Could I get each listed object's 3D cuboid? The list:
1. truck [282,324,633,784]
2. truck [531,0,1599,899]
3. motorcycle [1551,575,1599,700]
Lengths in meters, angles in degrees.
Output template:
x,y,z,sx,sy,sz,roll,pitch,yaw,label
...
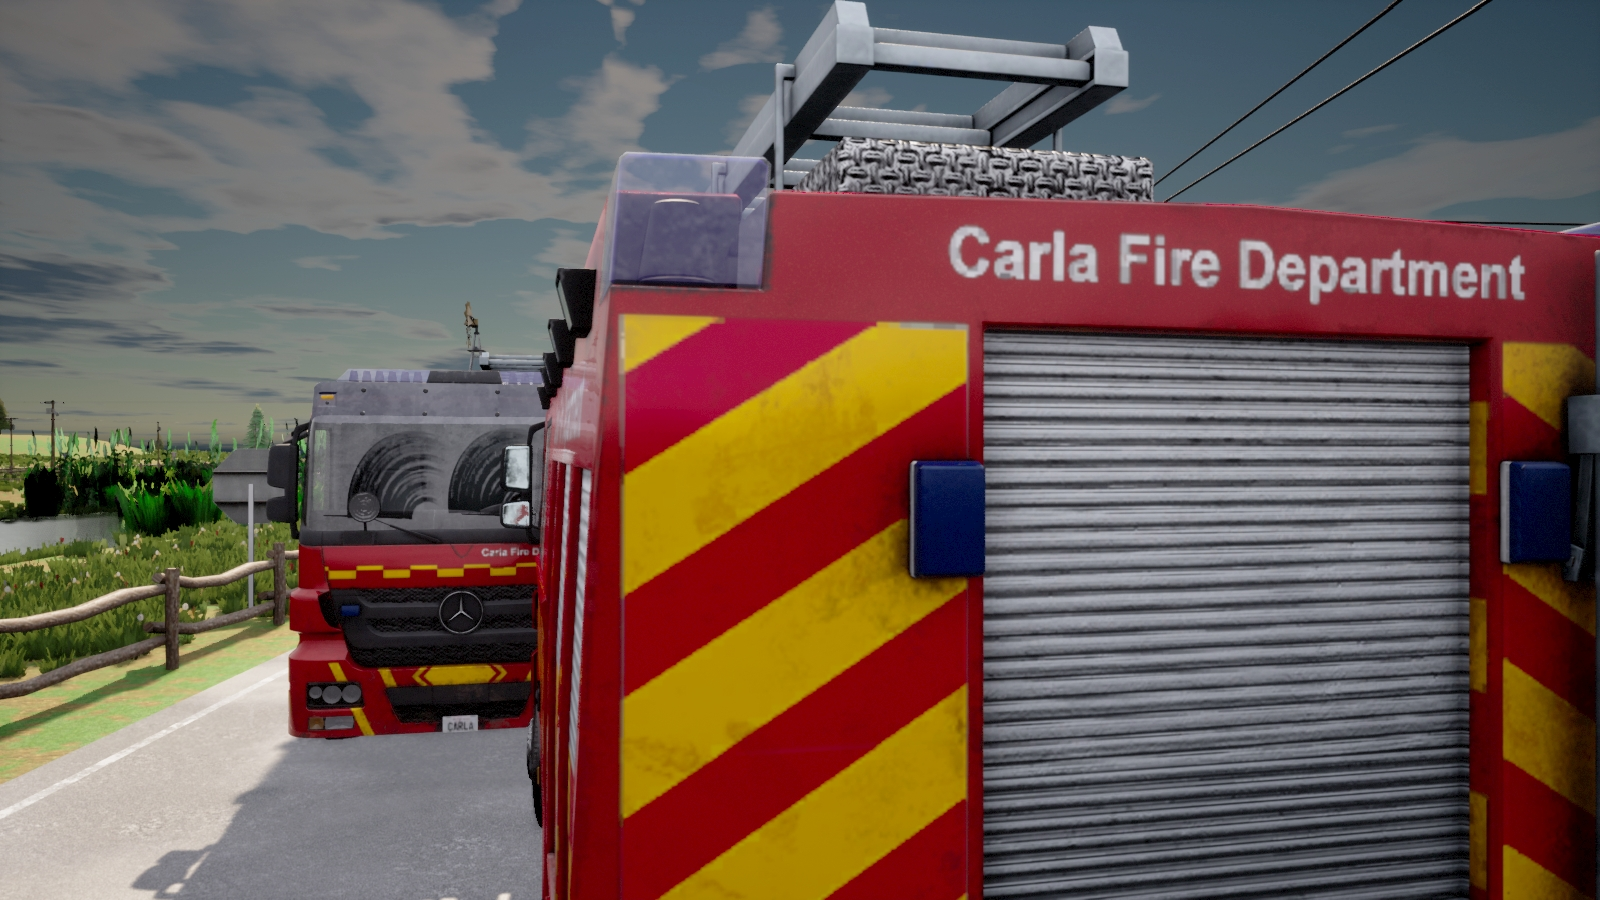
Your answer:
x,y,z,sx,sy,sz,roll,pitch,yaw,label
-3.886,0.862,13.959,2.891,3.827,8.468,0,0,-13,truck
-0.110,0.866,6.871,2.891,3.827,8.468,0,0,-13,truck
9.811,2.142,13.173,1.805,1.316,0.856,0,0,-7,motorcycle
